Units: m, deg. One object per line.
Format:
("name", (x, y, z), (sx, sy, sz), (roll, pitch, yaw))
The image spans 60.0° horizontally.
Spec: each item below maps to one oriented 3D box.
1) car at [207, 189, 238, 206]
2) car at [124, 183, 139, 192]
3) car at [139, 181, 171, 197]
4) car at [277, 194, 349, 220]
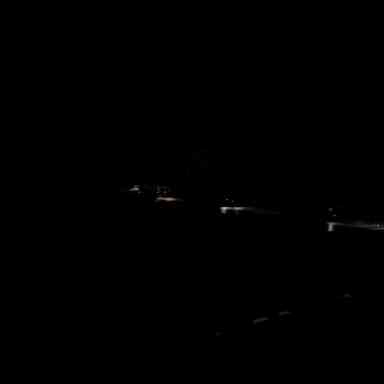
("car", (2.479, 0.476, 31.962), (1.837, 1.490, 4.892), (2, 2, -29))
("car", (-11.164, -0.907, 62.209), (2.128, 1.511, 4.902), (2, 2, -30))
("car", (-4.757, -0.439, 44.644), (2.150, 2.045, 5.566), (2, 2, -30))
("car", (7.996, 0.937, 22.340), (1.882, 1.535, 5.008), (2, 2, -30))
